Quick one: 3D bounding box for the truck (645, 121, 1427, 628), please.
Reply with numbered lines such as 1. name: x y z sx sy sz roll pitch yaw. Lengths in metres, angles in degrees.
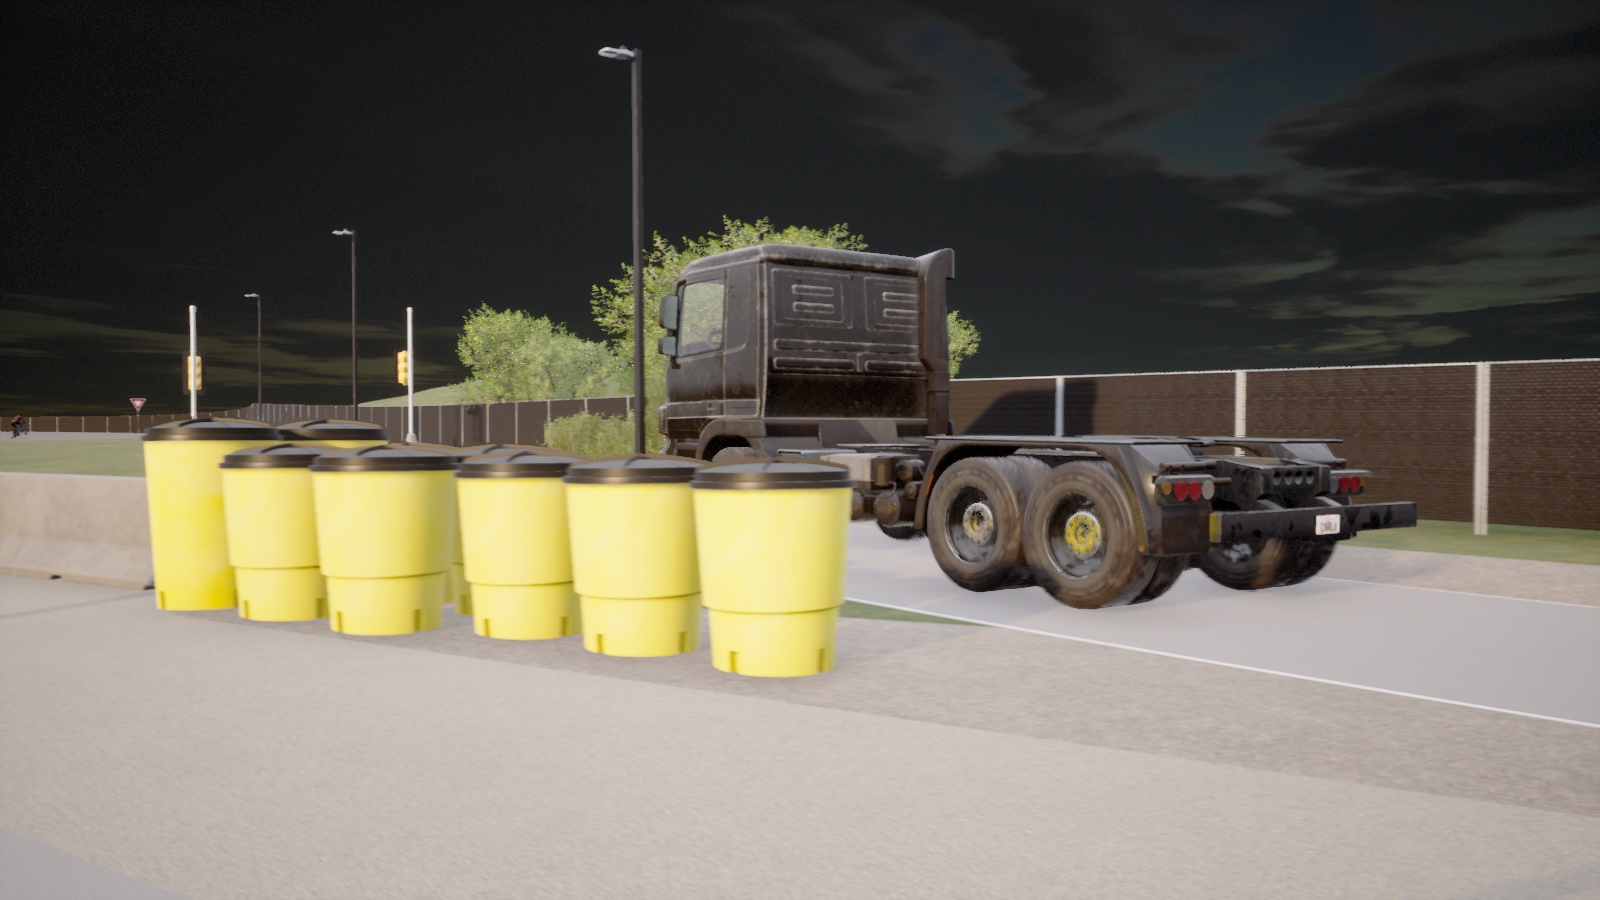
1. truck: 1.642 -0.598 12.660 2.891 3.462 7.936 -2 2 -35
